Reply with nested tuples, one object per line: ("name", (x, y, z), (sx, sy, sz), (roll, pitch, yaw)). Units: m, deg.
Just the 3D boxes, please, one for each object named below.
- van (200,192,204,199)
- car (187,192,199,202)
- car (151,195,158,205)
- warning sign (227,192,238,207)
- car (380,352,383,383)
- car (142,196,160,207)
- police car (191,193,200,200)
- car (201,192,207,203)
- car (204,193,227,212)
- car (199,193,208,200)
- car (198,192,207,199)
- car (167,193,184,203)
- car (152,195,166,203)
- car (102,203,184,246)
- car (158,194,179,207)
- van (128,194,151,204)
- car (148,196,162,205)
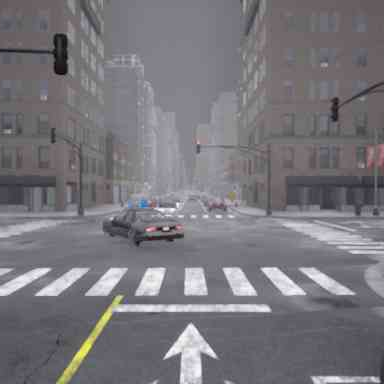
("van", (2.709, 1.042, 58.822), (1.690, 1.788, 3.998), (0, 0, 0))
("car", (0.049, 1.264, 65.739), (1.895, 1.301, 4.718), (0, 0, 0))
("car", (-5.833, 1.227, 41.820), (1.967, 1.590, 4.097), (0, 0, 0))
("warning sign", (5.094, 0.902, 42.136), (1.300, 1.860, 1.060), (0, 0, 0))
("car", (2.664, 1.542, 1.497), (2.008, 1.369, 4.403), (0, 0, 0))
("car", (-5.827, 1.324, 47.489), (1.947, 1.339, 4.313), (0, 0, 0))
("police car", (0.861, 0.999, 82.237), (1.930, 1.638, 5.238), (0, 0, -1))
("car", (2.698, 1.199, 47.484), (1.967, 1.590, 4.097), (0, 0, 0))
("car", (2.687, 1.256, 36.146), (1.967, 1.590, 4.097), (0, 0, 0))
("car", (2.731, 1.018, 81.500), (1.967, 1.590, 4.097), (0, 0, 0))
("car", (2.736, 0.862, 87.168), (2.192, 1.841, 5.009), (0, 0, 0))
("car", (-3.014, 1.265, 58.555), (1.994, 1.385, 4.181), (0, 0, 0))
("car", (-5.817, 1.265, 58.826), (1.947, 1.339, 4.313), (0, 0, 0))
("car", (-2.403, 1.469, 15.060), (2.033, 1.411, 5.357), (0, 0, -33))
("car", (-3.064, 1.346, 42.781), (1.994, 1.385, 4.181), (0, 0, 0))
("van", (-5.839, 1.156, 36.152), (1.690, 1.788, 3.998), (0, 0, 0))
("car", (-5.822, 1.311, 53.158), (1.802, 1.307, 4.206), (0, 0, 0))
